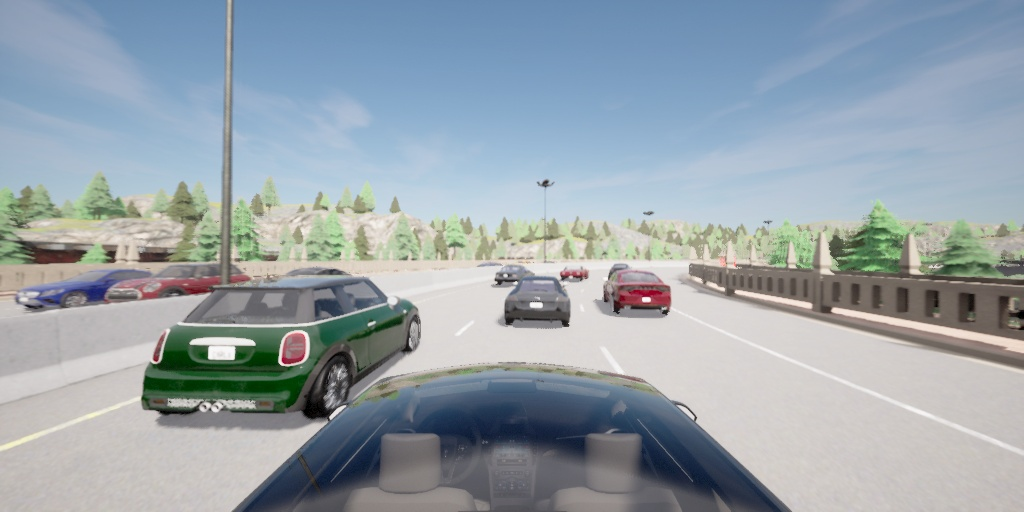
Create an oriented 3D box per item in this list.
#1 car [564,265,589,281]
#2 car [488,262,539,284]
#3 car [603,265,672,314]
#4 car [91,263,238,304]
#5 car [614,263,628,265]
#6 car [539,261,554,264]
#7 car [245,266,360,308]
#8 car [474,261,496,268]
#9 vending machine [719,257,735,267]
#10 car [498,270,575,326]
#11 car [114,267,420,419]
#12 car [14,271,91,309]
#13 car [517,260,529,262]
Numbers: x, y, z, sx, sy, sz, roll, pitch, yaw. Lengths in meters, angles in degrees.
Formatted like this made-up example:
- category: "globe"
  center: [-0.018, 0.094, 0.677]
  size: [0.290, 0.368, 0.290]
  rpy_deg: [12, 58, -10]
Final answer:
- category: "car"
  center: [5.548, 1.451, 31.172]
  size: [1.895, 1.301, 4.718]
  rpy_deg: [0, 0, 20]
- category: "car"
  center: [0.271, 1.373, 26.379]
  size: [2.033, 1.411, 5.357]
  rpy_deg: [0, 0, 16]
- category: "car"
  center: [4.741, 1.278, 14.143]
  size: [1.882, 1.535, 5.008]
  rpy_deg: [0, 0, 8]
- category: "car"
  center: [-13.031, 1.093, 14.426]
  size: [2.097, 1.767, 4.553]
  rpy_deg: [0, 0, 8]
- category: "car"
  center: [10.084, 1.385, 33.120]
  size: [1.812, 1.442, 4.674]
  rpy_deg: [0, 0, 22]
- category: "car"
  center: [5.094, 1.478, 54.107]
  size: [1.812, 1.442, 4.674]
  rpy_deg: [0, 0, 33]
- category: "car"
  center: [-9.229, 1.267, 16.447]
  size: [1.837, 1.490, 4.892]
  rpy_deg: [0, 0, 10]
- category: "car"
  center: [-3.458, 1.499, 53.547]
  size: [2.033, 1.411, 5.357]
  rpy_deg: [0, 0, 30]
- category: "vending machine"
  center: [15.506, 1.040, 25.812]
  size: [1.100, 2.100, 0.880]
  rpy_deg: [0, 0, 19]
- category: "car"
  center: [0.925, 1.346, 11.983]
  size: [1.994, 1.385, 4.181]
  rpy_deg: [0, 0, 7]
- category: "car"
  center: [-3.125, 1.101, 6.094]
  size: [2.097, 1.767, 4.553]
  rpy_deg: [0, 0, 2]
- category: "car"
  center: [-16.537, 1.255, 14.679]
  size: [1.812, 1.442, 4.674]
  rpy_deg: [0, 0, 8]
- category: "car"
  center: [1.512, 1.436, 54.979]
  size: [1.882, 1.535, 5.008]
  rpy_deg: [0, -1, 32]
